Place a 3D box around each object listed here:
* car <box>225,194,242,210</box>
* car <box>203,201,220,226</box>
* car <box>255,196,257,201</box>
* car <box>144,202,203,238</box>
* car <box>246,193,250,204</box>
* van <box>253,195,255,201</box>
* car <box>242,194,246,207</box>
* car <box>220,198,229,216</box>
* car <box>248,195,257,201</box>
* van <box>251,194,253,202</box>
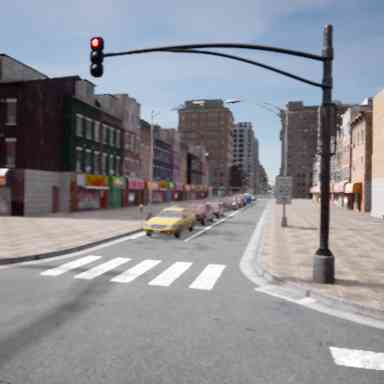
[{"bbox_3d":[4.404,1.286,38.999,1.967,1.590,4.097,1,0,14],"label":"car"},{"bbox_3d":[0.397,1.409,22.667,1.887,1.381,4.507,1,0,14],"label":"car"},{"bbox_3d":[13.707,1.369,76.944,1.752,1.417,4.829,1,0,14],"label":"car"},{"bbox_3d":[-0.979,1.399,17.059,1.752,1.417,4.829,1,0,14],"label":"car"},{"bbox_3d":[7.077,1.156,49.886,2.192,1.841,5.009,1,0,14],"label":"car"},{"bbox_3d":[11.081,1.180,66.219,1.690,1.788,3.998,1,0,14],"label":"van"},{"bbox_3d":[5.739,1.283,44.443,1.967,1.590,4.097,1,0,14],"label":"car"},{"bbox_3d":[1.731,1.438,28.112,1.802,1.307,4.206,1,0,14],"label":"car"},{"bbox_3d":[15.081,1.413,82.553,1.947,1.339,4.313,1,0,14],"label":"car"},{"bbox_3d":[9.747,1.180,60.775,1.690,1.788,3.998,1,0,14],"label":"van"}]
